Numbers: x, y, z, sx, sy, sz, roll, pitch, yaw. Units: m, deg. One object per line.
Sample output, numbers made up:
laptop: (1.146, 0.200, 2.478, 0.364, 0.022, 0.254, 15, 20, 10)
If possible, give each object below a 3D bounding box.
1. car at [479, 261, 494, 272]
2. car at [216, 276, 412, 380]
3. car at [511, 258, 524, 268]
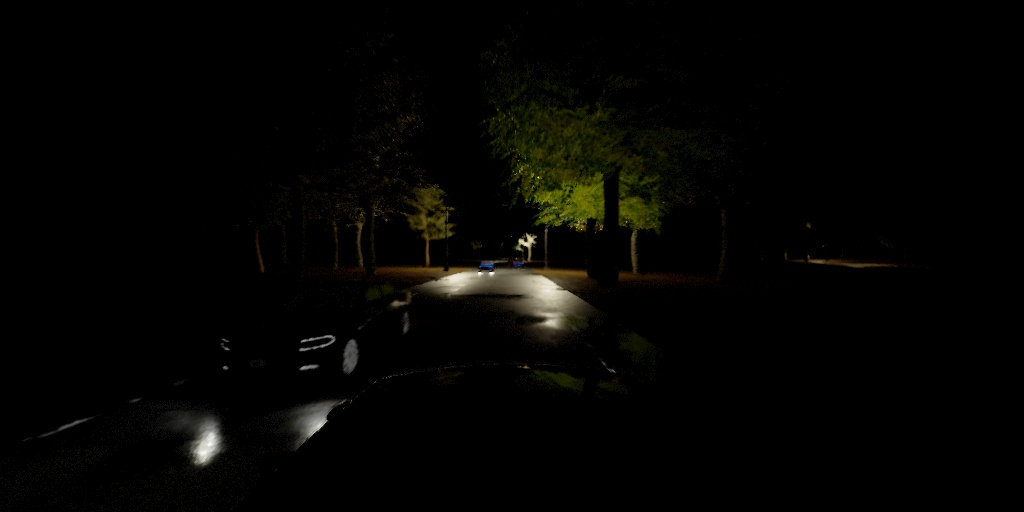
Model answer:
car: (-3.527, 1.422, 50.513, 1.882, 1.535, 5.008, 0, 0, 1)
car: (-3.596, 1.244, 7.565, 1.882, 1.535, 5.008, 0, 0, 0)
car: (1.244, 1.452, 65.374, 1.882, 1.535, 5.008, 0, 0, 0)
